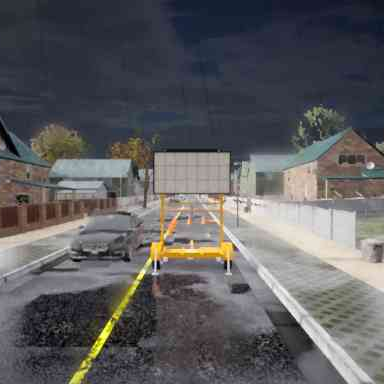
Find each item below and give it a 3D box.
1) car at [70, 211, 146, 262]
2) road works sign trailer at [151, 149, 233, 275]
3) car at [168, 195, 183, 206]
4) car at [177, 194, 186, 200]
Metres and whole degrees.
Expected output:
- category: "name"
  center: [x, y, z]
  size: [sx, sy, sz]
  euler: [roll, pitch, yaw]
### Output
- category: "car"
  center: [-2.851, 1.508, 12.161]
  size: [1.837, 1.490, 4.892]
  euler: [0, 0, 0]
- category: "road works sign trailer"
  center: [-0.001, 0.467, 10.427]
  size: [2.380, 3.560, 2.880]
  euler: [0, 0, 0]
- category: "car"
  center: [-2.850, 1.600, 53.120]
  size: [1.895, 1.301, 4.718]
  euler: [0, 0, 0]
- category: "car"
  center: [-2.759, 1.219, 90.413]
  size: [2.150, 2.045, 5.566]
  euler: [0, 0, 0]
